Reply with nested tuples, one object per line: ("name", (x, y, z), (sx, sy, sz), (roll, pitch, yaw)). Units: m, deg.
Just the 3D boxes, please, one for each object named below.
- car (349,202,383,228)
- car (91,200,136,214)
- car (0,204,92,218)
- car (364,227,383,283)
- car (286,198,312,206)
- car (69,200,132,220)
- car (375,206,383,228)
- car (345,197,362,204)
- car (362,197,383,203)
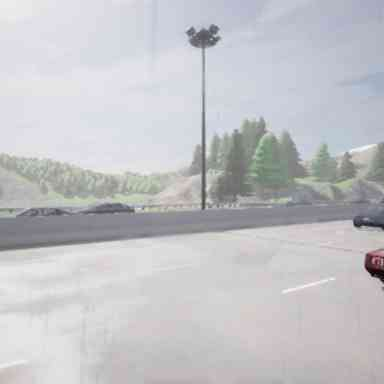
("car", (11.962, 1.569, 20.878), (4.181, 1.385, 1.994), (0, 0, -35))
("car", (-6.623, 1.505, 25.051), (4.892, 1.490, 1.837), (0, 0, -35))
("car", (-8.857, 1.547, 19.035), (5.357, 1.411, 2.033), (0, 0, -36))
("car", (6.381, 1.603, 8.304), (4.718, 1.301, 1.895), (0, 0, -35))
("car", (16.084, 1.572, 49.781), (4.181, 1.385, 1.994), (0, 0, -35))
("car", (-7.758, 1.507, 28.528), (4.892, 1.490, 1.837), (1, 0, -35))
("car", (11.245, 1.496, 16.064), (4.902, 1.511, 2.128), (0, 0, -36))
("car", (26.139, 1.540, 52.344), (4.892, 1.490, 1.837), (0, 0, -33))
("car", (28.193, 1.565, 49.539), (5.357, 1.411, 2.033), (0, 0, -32))
